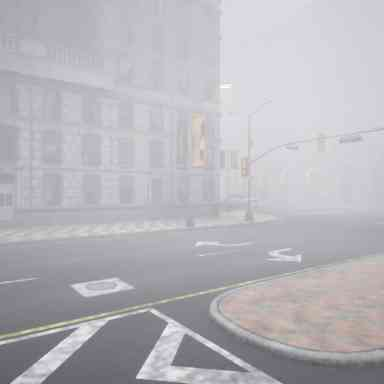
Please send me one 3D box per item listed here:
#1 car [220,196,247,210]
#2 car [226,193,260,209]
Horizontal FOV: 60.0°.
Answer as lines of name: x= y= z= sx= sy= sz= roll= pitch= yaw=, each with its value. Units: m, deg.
car: x=4.695 y=1.564 z=43.405 sx=1.994 sy=1.385 sz=4.181 roll=0 pitch=0 yaw=-36
car: x=6.866 y=1.221 z=46.370 sx=2.150 sy=2.045 sz=5.566 roll=0 pitch=0 yaw=-37
